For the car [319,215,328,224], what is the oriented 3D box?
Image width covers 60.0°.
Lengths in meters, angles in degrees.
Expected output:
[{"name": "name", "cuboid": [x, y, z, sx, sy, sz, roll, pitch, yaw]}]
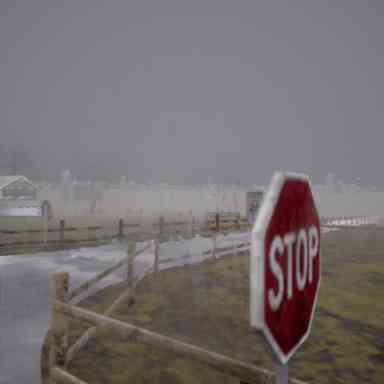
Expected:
[{"name": "car", "cuboid": [17.796, 3.868, 47.281, 1.895, 1.301, 4.718, 0, -3, 35]}]
